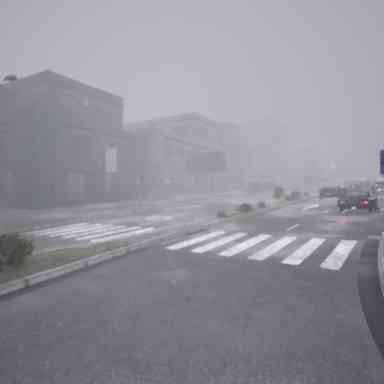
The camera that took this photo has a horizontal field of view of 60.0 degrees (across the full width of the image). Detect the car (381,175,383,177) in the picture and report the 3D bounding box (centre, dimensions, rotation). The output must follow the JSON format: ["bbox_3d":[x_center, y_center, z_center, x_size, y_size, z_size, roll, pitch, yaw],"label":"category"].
[{"bbox_3d":[28.611,-1.689,48.333,2.150,2.045,5.566,0,3,34],"label":"car"}]

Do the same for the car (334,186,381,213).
[{"bbox_3d":[10.817,0.525,21.590,1.895,1.301,4.718,0,3,33],"label":"car"}]

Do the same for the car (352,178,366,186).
[{"bbox_3d":[19.318,-0.688,40.405,2.033,1.411,5.357,0,3,34],"label":"car"}]

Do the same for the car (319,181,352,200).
[{"bbox_3d":[13.359,-0.137,31.298,1.882,1.535,5.008,0,3,34],"label":"car"}]

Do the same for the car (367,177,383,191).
[{"bbox_3d":[21.077,-0.634,37.018,1.837,1.490,4.892,0,2,34],"label":"car"}]
